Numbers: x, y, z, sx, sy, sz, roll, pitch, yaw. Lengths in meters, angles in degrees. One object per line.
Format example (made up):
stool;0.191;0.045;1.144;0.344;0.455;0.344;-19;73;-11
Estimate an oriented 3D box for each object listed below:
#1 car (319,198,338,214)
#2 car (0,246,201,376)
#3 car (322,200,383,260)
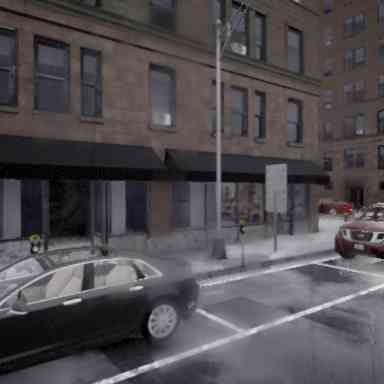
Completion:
car;11.705;1.298;29.488;1.882;1.535;5.008;0;0;-36
car;-1.912;1.547;4.824;4.403;1.369;2.008;0;0;-36
car;6.897;1.265;11.115;5.009;1.841;2.192;0;0;-36
